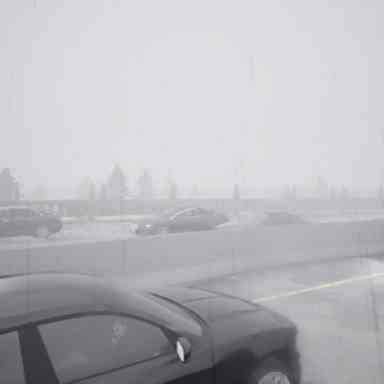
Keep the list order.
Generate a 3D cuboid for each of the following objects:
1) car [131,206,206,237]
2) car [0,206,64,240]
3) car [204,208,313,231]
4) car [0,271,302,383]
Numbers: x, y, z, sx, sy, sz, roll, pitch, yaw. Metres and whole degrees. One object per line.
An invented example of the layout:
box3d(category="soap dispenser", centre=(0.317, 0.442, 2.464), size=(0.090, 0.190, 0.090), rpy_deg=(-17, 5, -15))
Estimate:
box3d(category="car", centre=(-0.443, 1.439, 15.828), size=(4.902, 1.511, 2.128), rpy_deg=(0, 0, -30))
box3d(category="car", centre=(-8.395, 1.427, 14.973), size=(4.892, 1.490, 1.837), rpy_deg=(0, 0, -34))
box3d(category="car", centre=(3.072, 1.492, 13.835), size=(4.674, 1.442, 1.812), rpy_deg=(0, 0, -28))
box3d(category="car", centre=(-1.146, 1.463, 2.790), size=(5.008, 1.535, 1.882), rpy_deg=(0, 0, -35))
